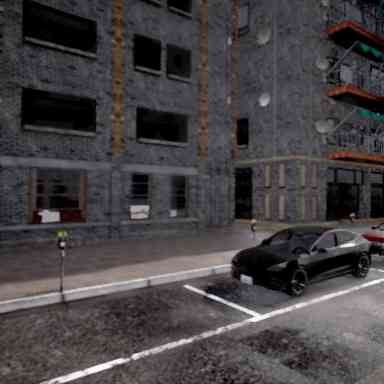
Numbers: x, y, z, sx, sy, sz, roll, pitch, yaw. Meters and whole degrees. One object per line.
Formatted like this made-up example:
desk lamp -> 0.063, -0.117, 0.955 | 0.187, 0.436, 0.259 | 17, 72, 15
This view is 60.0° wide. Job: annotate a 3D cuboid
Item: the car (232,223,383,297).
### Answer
car -> 2.999, 1.590, 8.692 | 4.313, 1.339, 1.947 | 0, 0, -35
